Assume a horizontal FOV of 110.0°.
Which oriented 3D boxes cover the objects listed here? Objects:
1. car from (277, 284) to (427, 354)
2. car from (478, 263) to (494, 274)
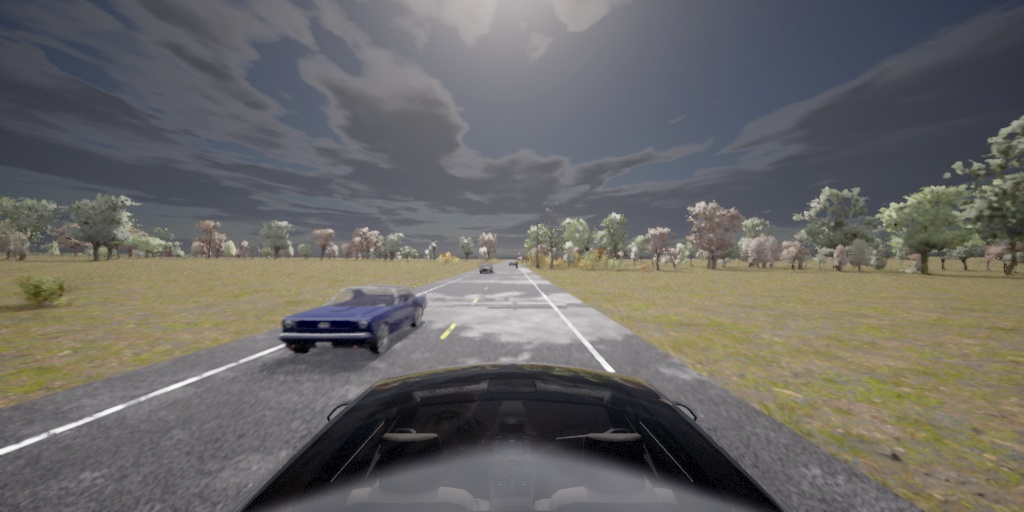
[{"bbox_3d":[-3.598,1.417,9.070,1.895,1.301,4.718,0,-1,0],"label":"car"},{"bbox_3d":[-3.558,1.697,50.110,1.837,1.490,4.892,0,-1,0],"label":"car"}]
